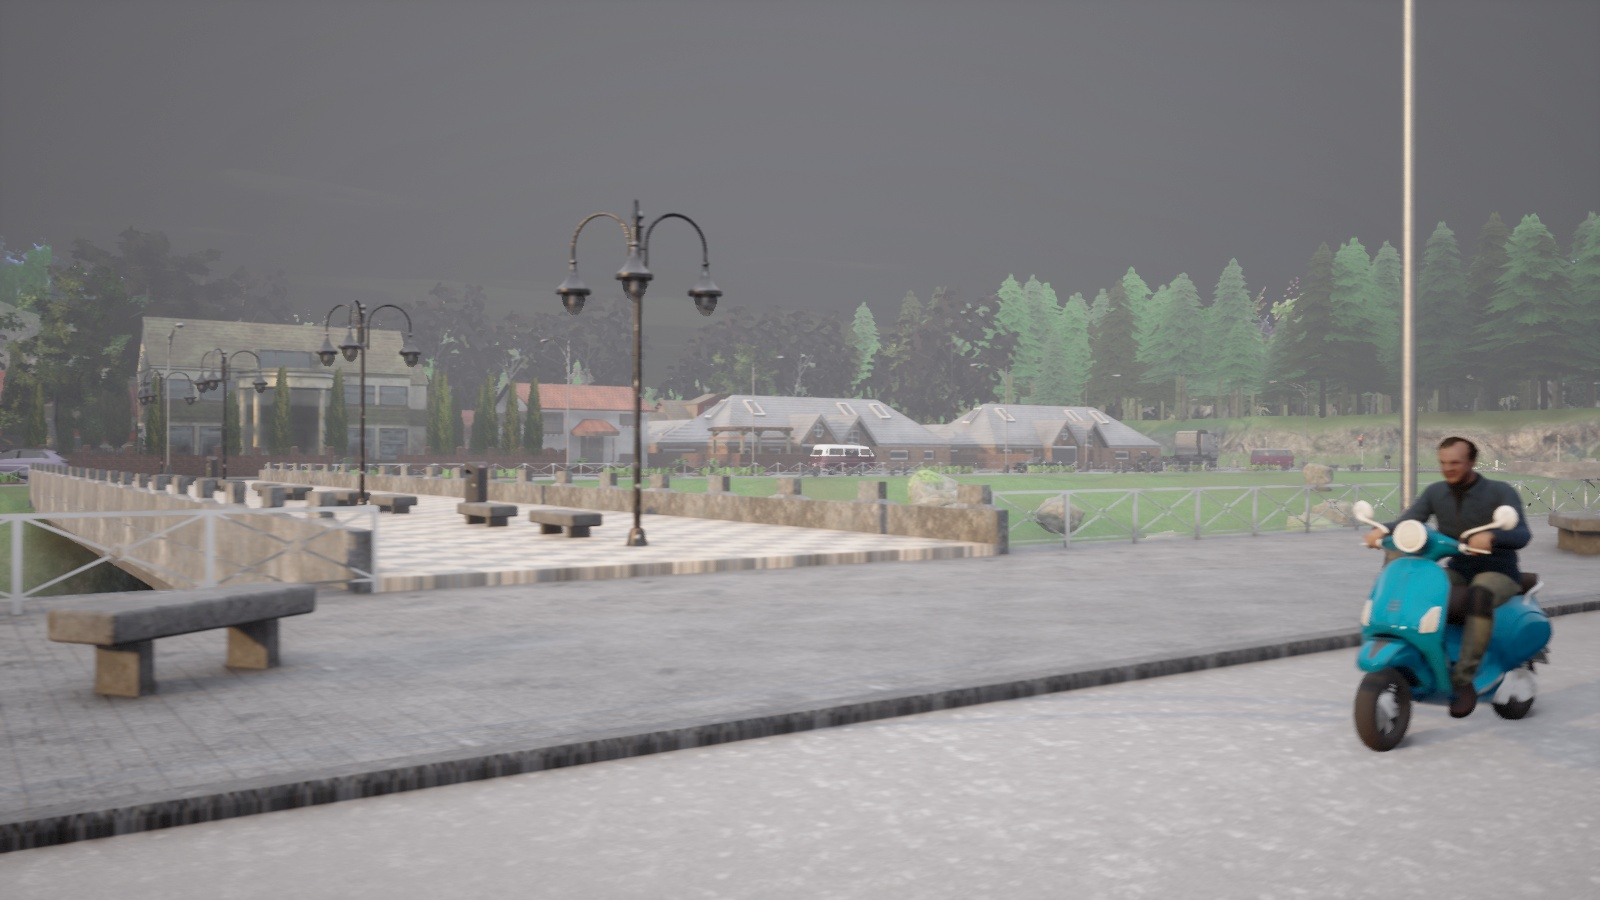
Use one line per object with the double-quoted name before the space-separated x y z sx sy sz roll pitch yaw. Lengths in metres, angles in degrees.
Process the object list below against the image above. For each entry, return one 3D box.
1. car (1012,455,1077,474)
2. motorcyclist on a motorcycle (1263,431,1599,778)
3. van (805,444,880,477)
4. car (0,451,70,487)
"car" 17.894 1.033 91.857 4.718 1.301 1.895 0 0 -35
"motorcyclist on a motorcycle" 3.375 0.707 6.617 1.817 1.590 0.866 0 0 -35
"van" 2.772 0.662 81.339 4.480 2.038 2.069 0 0 -35
"car" -36.939 0.897 58.584 4.856 1.649 2.033 0 0 -35
